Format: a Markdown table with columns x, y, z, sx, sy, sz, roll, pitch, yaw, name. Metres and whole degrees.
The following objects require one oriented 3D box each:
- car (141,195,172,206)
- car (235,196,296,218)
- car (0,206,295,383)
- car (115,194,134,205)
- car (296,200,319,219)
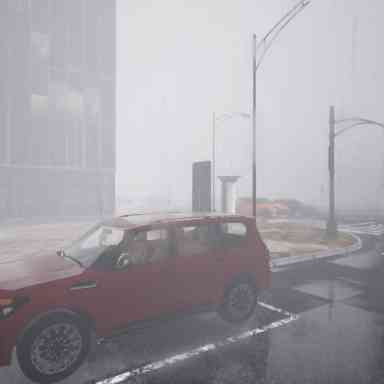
| x | y | z | sx | sy | sz | roll | pitch | yaw | name |
| --- | --- | --- | --- | --- | --- | --- | --- | --- | --- |
| -4.797 | 1.079 | 44.105 | 2.033 | 1.411 | 5.357 | 0 | 1 | -36 | car |
| 5.135 | 1.138 | 25.188 | 2.097 | 1.767 | 4.553 | 0 | 1 | -36 | car |
| -0.818 | 1.315 | 5.592 | 5.009 | 1.841 | 2.192 | 0 | 0 | -35 | car |
| -9.850 | 1.021 | 45.503 | 2.033 | 1.411 | 5.357 | 0 | 1 | -36 | car |
| 7.881 | 1.298 | 26.938 | 1.837 | 1.490 | 4.892 | 0 | 1 | -36 | car |
